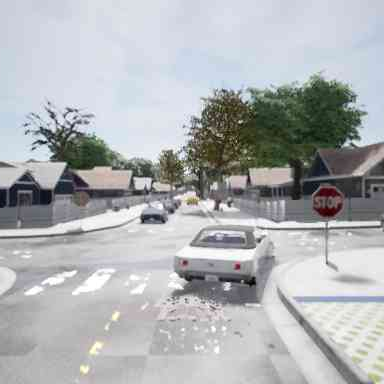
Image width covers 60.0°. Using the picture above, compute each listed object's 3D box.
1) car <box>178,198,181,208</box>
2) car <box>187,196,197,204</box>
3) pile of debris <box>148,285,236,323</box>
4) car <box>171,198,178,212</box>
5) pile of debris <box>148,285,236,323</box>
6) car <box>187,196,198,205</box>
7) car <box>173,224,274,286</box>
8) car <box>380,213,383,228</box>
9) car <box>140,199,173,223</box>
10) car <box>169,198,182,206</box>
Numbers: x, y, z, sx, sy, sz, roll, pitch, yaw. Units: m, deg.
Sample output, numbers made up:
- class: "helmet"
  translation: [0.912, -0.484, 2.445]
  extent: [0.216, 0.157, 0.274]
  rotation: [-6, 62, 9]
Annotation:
- class: "car"
  translation: [-2.843, 1.635, 46.276]
  extent: [1.895, 1.301, 4.718]
  rotation: [0, 0, 0]
- class: "car"
  translation: [-0.004, 1.564, 68.716]
  extent: [2.128, 1.511, 4.902]
  rotation: [0, 0, 0]
- class: "pile of debris"
  translation: [0.000, 2.184, 6.634]
  extent: [1.500, 0.140, 1.860]
  rotation: [0, 0, 0]
- class: "car"
  translation: [-2.848, 1.552, 36.205]
  extent: [1.812, 1.442, 4.674]
  rotation: [0, 0, 0]
- class: "pile of debris"
  translation: [0.000, 2.184, 6.634]
  extent: [1.500, 0.140, 1.860]
  rotation: [0, 0, 0]
- class: "car"
  translation: [0.094, 1.526, 58.757]
  extent: [1.882, 1.535, 5.008]
  rotation: [0, 0, 0]
- class: "car"
  translation: [1.154, 1.581, 9.542]
  extent: [1.895, 1.301, 4.718]
  rotation: [0, 1, 19]
- class: "car"
  translation: [11.584, 0.997, 15.966]
  extent: [4.553, 1.767, 2.097]
  rotation: [-2, 0, 0]
- class: "car"
  translation: [-2.851, 1.568, 26.179]
  extent: [2.033, 1.411, 5.357]
  rotation: [0, 0, 0]
- class: "car"
  translation: [-2.802, 1.646, 56.510]
  extent: [1.895, 1.301, 4.718]
  rotation: [0, 0, 1]
